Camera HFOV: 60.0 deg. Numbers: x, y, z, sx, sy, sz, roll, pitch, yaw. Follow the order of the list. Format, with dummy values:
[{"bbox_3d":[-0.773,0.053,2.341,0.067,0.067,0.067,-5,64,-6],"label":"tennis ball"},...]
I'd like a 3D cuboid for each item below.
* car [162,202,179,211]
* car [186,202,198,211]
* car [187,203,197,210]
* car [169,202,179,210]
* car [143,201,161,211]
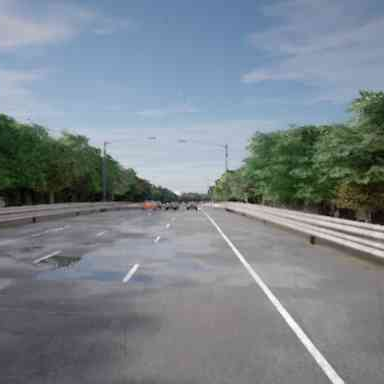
[{"bbox_3d":[-3.495,2.486,55.997,1.895,1.301,4.718,0,-2,0],"label":"car"},{"bbox_3d":[0.005,2.410,55.970,1.812,1.442,4.674,0,-2,0],"label":"car"},{"bbox_3d":[0.006,2.858,66.003,1.895,1.301,4.718,0,-2,0],"label":"car"},{"bbox_3d":[-3.495,2.767,65.977,1.812,1.442,4.674,0,-2,0],"label":"car"},{"bbox_3d":[-6.995,2.235,55.946,2.097,1.767,4.553,0,-2,0],"label":"car"}]
